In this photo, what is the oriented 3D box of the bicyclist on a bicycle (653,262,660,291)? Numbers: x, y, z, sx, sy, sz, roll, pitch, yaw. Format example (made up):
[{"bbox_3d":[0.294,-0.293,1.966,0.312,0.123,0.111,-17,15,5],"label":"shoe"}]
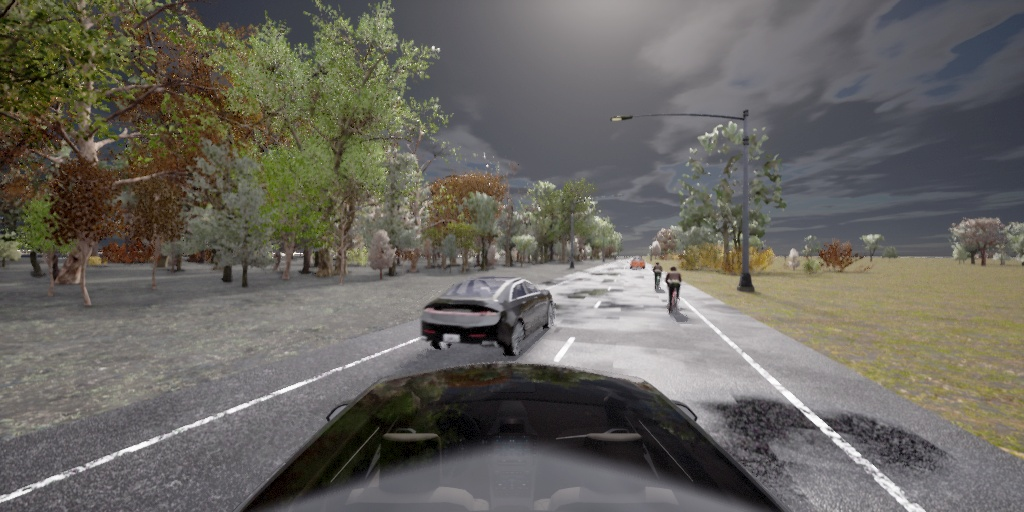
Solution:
[{"bbox_3d":[8.498,1.187,20.907,0.582,1.620,1.656,0,0,19],"label":"bicyclist on a bicycle"}]

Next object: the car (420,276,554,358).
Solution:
[{"bbox_3d":[-0.284,1.235,8.642,2.128,1.511,4.902,0,0,19],"label":"car"}]

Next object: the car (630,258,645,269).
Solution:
[{"bbox_3d":[19.800,1.061,56.694,2.097,1.767,4.553,0,0,16],"label":"car"}]

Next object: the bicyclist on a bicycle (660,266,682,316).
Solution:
[{"bbox_3d":[5.616,1.194,12.437,0.582,1.620,1.656,0,0,19],"label":"bicyclist on a bicycle"}]
